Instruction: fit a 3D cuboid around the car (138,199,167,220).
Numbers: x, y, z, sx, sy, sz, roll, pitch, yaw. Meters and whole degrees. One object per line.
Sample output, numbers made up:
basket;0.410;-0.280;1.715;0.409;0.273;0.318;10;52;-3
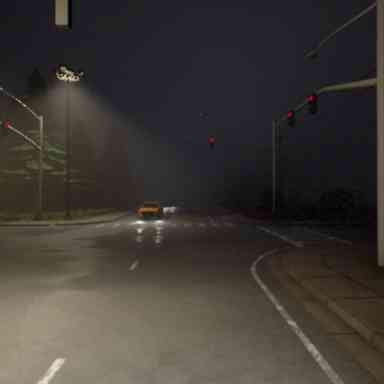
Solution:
car;-3.634;1.607;29.931;1.882;1.535;5.008;0;0;0

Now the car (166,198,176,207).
car;-3.752;1.686;55.893;2.128;1.511;4.902;0;0;0
